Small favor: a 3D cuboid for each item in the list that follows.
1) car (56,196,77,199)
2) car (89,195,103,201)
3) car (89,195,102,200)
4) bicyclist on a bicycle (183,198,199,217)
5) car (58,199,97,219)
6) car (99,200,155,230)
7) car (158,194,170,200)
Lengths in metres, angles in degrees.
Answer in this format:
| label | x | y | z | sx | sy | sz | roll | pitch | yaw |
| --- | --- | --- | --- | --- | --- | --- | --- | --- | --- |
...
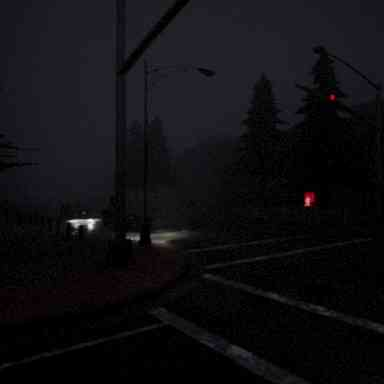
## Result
| label | x | y | z | sx | sy | sz | roll | pitch | yaw |
| --- | --- | --- | --- | --- | --- | --- | --- | --- | --- |
| car | -17.945 | 1.626 | 47.157 | 1.895 | 1.301 | 4.718 | 0 | 0 | -24 |
| car | -23.474 | 1.440 | 81.008 | 1.970 | 1.475 | 3.806 | 0 | 0 | -37 |
| car | -21.437 | 1.425 | 73.275 | 1.845 | 1.501 | 3.633 | 0 | 0 | -37 |
| bicyclist on a bicycle | -0.068 | 1.340 | 28.456 | 1.656 | 1.620 | 0.582 | 0 | 0 | -37 |
| car | -10.242 | 1.592 | 29.515 | 1.994 | 1.385 | 4.181 | 0 | 0 | -37 |
| car | -4.233 | 1.506 | 21.569 | 1.882 | 1.535 | 5.008 | 0 | 0 | -37 |
| car | -6.442 | 1.177 | 84.253 | 1.932 | 1.855 | 4.605 | 0 | 0 | -37 |
